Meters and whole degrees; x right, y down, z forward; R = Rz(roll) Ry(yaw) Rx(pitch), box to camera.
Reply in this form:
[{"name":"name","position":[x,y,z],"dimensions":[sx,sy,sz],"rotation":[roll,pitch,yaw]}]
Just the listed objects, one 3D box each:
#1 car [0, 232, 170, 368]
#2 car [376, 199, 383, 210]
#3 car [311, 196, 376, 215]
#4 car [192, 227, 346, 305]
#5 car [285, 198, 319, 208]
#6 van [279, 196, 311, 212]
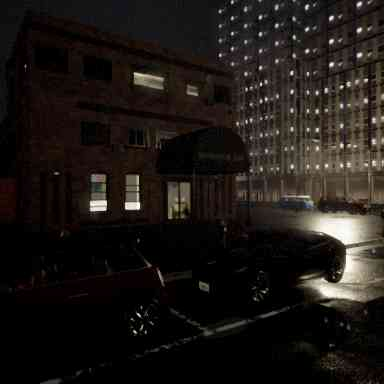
[{"name":"car","position":[-2.442,1.440,4.826],"dimensions":[4.097,1.590,1.967],"rotation":[0,0,-35]},{"name":"car","position":[21.810,1.498,37.860],"dimensions":[2.008,1.369,4.403],"rotation":[0,0,-35]},{"name":"car","position":[14.934,1.308,33.066],"dimensions":[2.192,1.841,5.009],"rotation":[0,0,-35]},{"name":"car","position":[2.022,1.565,8.078],"dimensions":[4.313,1.339,1.947],"rotation":[0,0,-35]},{"name":"car","position":[15.472,1.514,46.950],"dimensions":[1.802,1.307,4.206],"rotation":[0,0,-35]},{"name":"van","position":[11.765,1.326,37.611],"dimensions":[1.690,1.788,3.998],"rotation":[0,0,-35]}]
